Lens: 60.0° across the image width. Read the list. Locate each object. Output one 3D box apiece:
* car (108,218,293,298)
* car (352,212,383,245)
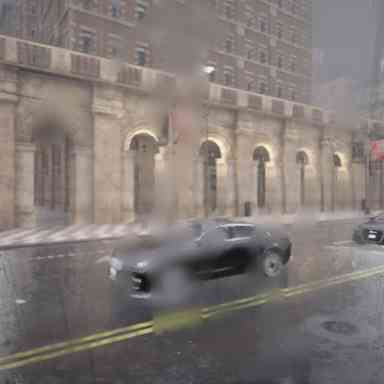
[{"bbox_3d":[0.397,1.454,8.416,4.902,1.511,2.128,0,0,-32],"label":"car"},{"bbox_3d":[8.605,1.523,13.902,4.181,1.385,1.994,0,0,-33],"label":"car"}]
